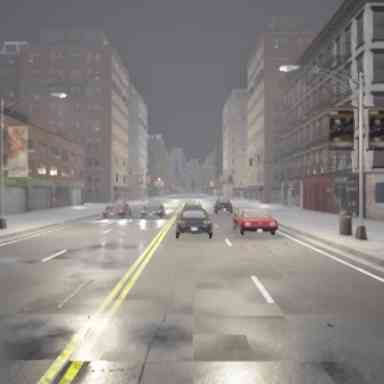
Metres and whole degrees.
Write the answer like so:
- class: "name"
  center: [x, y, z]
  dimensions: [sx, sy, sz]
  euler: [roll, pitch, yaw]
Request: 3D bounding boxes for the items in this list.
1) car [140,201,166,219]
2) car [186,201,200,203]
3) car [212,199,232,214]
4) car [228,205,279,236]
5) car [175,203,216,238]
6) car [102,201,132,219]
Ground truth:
- class: "car"
  center: [-3.339, 1.553, 29.229]
  dimensions: [1.812, 1.442, 4.674]
  euler: [0, 0, 0]
- class: "car"
  center: [0.108, 1.635, 34.567]
  dimensions: [1.895, 1.301, 4.718]
  euler: [0, 0, 0]
- class: "car"
  center: [3.362, 1.542, 36.621]
  dimensions: [1.837, 1.490, 4.892]
  euler: [0, 0, 0]
- class: "car"
  center: [3.354, 1.620, 18.661]
  dimensions: [1.895, 1.301, 4.718]
  euler: [0, 0, 0]
- class: "car"
  center: [0.105, 1.543, 17.683]
  dimensions: [1.812, 1.442, 4.674]
  euler: [0, 0, 0]
- class: "car"
  center: [-6.589, 1.552, 29.709]
  dimensions: [1.812, 1.442, 4.674]
  euler: [0, 0, 0]
